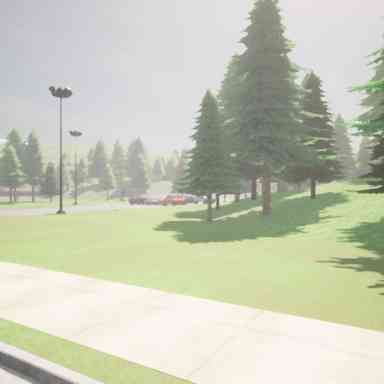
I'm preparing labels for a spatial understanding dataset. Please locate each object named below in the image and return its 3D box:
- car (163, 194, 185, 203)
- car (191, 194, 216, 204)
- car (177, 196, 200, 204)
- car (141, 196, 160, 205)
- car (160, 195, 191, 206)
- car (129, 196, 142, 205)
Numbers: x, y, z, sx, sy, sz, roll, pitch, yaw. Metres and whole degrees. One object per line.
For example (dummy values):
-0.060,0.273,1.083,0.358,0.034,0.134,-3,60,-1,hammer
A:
-3.558,1.335,66.951,2.097,1.767,4.553,0,0,31,car
2.443,1.208,63.345,2.150,2.045,5.566,0,0,31,car
-0.558,1.532,65.148,2.033,1.411,5.357,0,0,31,car
-5.907,1.585,56.318,1.895,1.301,4.718,0,0,32,car
-2.708,1.338,54.832,2.097,1.767,4.553,0,0,32,car
-8.920,1.474,58.104,2.128,1.511,4.902,0,0,32,car
